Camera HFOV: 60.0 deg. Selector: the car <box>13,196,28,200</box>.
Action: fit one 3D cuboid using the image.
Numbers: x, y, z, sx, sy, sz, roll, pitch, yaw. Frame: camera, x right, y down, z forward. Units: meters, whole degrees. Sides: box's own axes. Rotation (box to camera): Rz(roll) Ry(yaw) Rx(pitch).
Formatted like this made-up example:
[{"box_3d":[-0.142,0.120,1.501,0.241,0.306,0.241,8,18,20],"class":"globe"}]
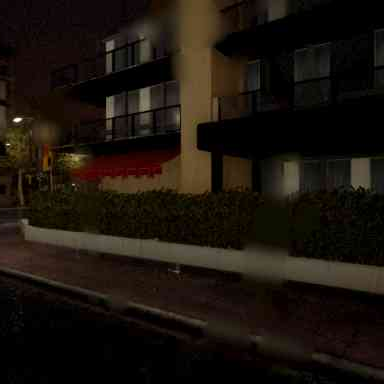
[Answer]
[{"box_3d":[-36.180,1.481,67.980,4.892,1.521,2.231,0,0,36],"class":"car"}]
